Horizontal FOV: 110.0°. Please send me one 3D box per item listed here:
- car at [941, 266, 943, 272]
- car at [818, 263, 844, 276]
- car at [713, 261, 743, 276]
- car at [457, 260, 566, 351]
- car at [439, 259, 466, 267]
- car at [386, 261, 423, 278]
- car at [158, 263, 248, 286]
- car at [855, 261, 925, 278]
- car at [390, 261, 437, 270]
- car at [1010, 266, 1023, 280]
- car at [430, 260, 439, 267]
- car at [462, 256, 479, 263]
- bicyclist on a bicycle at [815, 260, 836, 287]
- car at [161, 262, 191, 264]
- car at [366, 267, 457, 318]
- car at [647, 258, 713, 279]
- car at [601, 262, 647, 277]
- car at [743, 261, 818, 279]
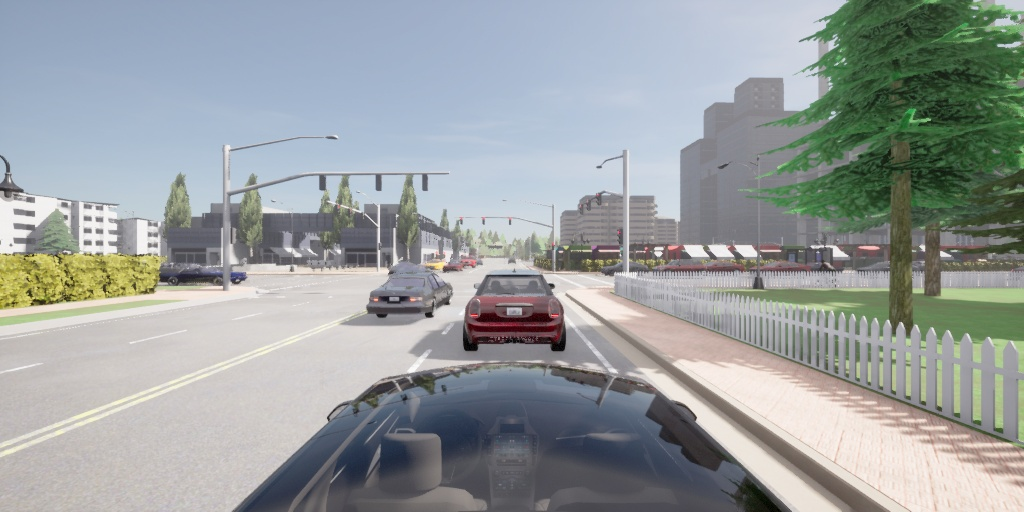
[{"bbox_3d":[40.679,1.241,36.486,4.902,1.511,2.128,0,0,-1],"label":"car"},{"bbox_3d":[30.454,1.351,36.261,4.718,1.301,1.895,0,0,-1],"label":"car"},{"bbox_3d":[20.555,1.228,36.017,5.008,1.535,1.882,0,0,-1],"label":"car"},{"bbox_3d":[0.064,1.102,9.128,2.097,1.767,4.553,0,0,0],"label":"car"},{"bbox_3d":[-7.103,1.351,43.210,1.895,1.301,4.718,0,0,0],"label":"car"},{"bbox_3d":[-10.603,1.297,35.812,2.033,1.411,5.357,0,0,0],"label":"car"},{"bbox_3d":[-20.881,1.351,24.378,4.718,1.301,1.895,0,0,-1],"label":"car"},{"bbox_3d":[34.354,1.255,32.849,4.892,1.490,1.837,0,0,-1],"label":"car"},{"bbox_3d":[-7.102,1.297,25.641,2.033,1.411,5.357,0,0,0],"label":"car"},{"bbox_3d":[43.879,1.314,29.433,4.181,1.385,1.994,0,0,-3],"label":"car"},{"bbox_3d":[-10.600,1.228,49.770,1.882,1.535,5.008,0,0,0],"label":"car"},{"bbox_3d":[-7.098,0.971,58.225,2.150,2.045,5.566,0,0,-1],"label":"car"},{"bbox_3d":[18.791,1.052,21.483,0.582,1.620,1.656,0,0,-1],"label":"bicyclist on a bicycle"},{"bbox_3d":[-25.390,1.242,27.774,4.902,1.511,2.128,0,0,-2],"label":"car"},{"bbox_3d":[-3.418,1.297,12.963,2.033,1.411,5.357,0,0,0],"label":"car"},{"bbox_3d":[15.079,1.102,32.376,4.553,1.767,2.097,0,0,-1],"label":"car"},{"bbox_3d":[11.231,1.276,35.763,4.674,1.442,1.812,0,0,-1],"label":"car"},{"bbox_3d":[24.292,1.228,32.606,5.008,1.535,1.882,0,0,-1],"label":"car"}]
